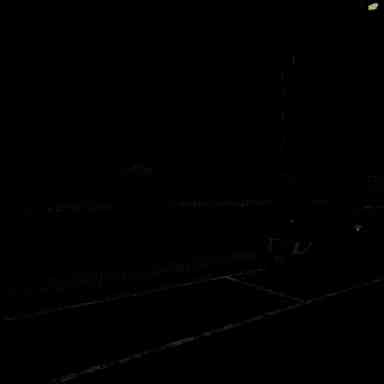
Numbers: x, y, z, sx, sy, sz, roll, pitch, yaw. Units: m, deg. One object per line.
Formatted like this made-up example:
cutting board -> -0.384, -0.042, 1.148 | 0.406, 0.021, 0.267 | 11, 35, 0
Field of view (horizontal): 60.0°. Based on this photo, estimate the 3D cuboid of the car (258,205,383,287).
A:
car -> 4.163, 1.313, 9.503 | 5.009, 1.841, 2.192 | 0, 0, -35
